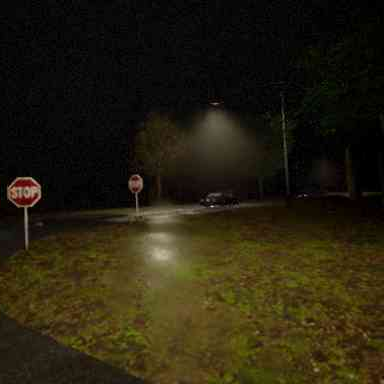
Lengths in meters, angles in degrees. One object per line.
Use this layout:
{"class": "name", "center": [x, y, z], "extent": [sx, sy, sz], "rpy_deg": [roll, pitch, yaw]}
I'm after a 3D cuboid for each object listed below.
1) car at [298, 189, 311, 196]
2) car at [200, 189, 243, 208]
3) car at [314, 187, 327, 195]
{"class": "car", "center": [26.305, -0.009, 77.575], "extent": [1.882, 1.535, 5.008], "rpy_deg": [-4, -1, 35]}
{"class": "car", "center": [2.807, 0.721, 31.155], "extent": [2.033, 1.411, 5.357], "rpy_deg": [-4, -1, 35]}
{"class": "car", "center": [26.976, -0.269, 69.834], "extent": [2.097, 1.767, 4.553], "rpy_deg": [-3, -1, 27]}
